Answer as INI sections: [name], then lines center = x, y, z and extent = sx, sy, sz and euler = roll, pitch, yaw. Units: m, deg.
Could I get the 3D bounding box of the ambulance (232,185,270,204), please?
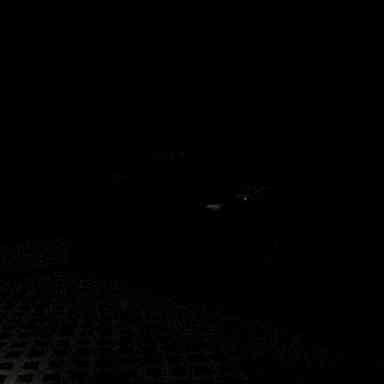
[ambulance]
center = 7.084, 0.432, 39.851
extent = 2.351, 2.431, 6.366
euler = 4, 3, 35
